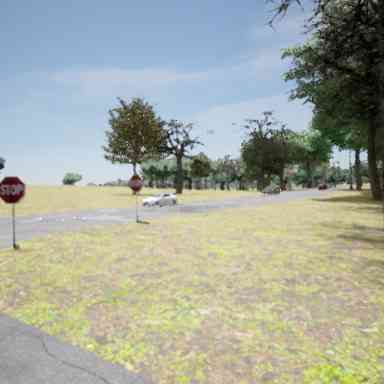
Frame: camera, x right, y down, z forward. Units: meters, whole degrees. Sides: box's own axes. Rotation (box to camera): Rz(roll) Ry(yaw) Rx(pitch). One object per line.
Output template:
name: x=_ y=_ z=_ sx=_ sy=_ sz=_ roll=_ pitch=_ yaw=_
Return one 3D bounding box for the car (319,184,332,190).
car: x=31.097 y=-1.213 z=78.126 sx=1.882 sy=1.535 sz=5.008 roll=-2 pitch=1 yaw=30

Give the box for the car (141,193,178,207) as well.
car: x=-3.299 y=0.818 z=34.723 sx=1.812 sy=1.442 sz=4.674 roll=-2 pitch=1 yaw=34

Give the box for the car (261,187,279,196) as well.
car: x=14.219 y=-0.167 z=60.300 sx=1.837 sy=1.490 sz=4.892 roll=-2 pitch=2 yaw=34
